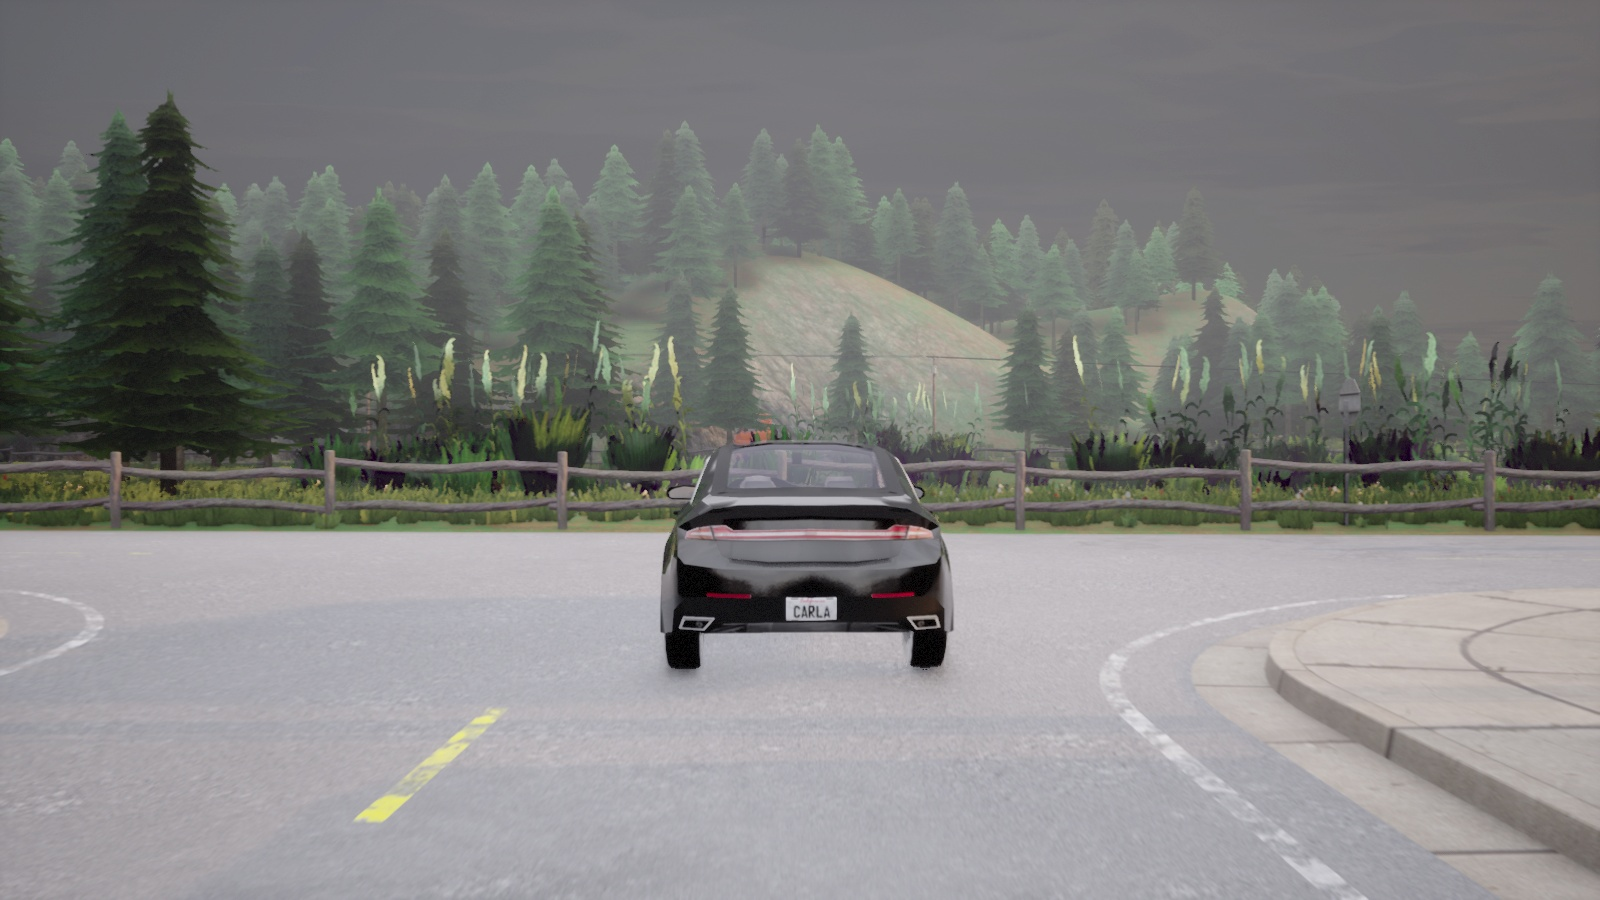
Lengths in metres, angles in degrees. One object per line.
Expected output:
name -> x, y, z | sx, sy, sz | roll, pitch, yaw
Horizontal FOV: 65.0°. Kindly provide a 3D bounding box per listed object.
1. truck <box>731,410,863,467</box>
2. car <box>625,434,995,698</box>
truck -> -0.239, -0.708, 77.918 | 7.936, 3.462, 2.891 | 0, 0, -6
car -> -0.021, 0.640, 9.677 | 2.128, 1.511, 4.902 | 0, 1, -2
